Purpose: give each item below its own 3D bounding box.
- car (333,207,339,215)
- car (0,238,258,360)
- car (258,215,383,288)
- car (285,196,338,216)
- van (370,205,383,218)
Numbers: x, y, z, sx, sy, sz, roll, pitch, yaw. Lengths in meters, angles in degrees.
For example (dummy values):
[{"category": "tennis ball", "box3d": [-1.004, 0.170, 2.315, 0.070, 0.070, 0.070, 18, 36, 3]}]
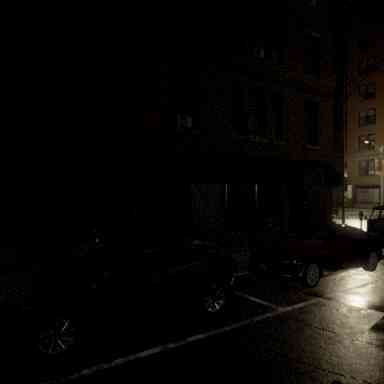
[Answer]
[{"category": "car", "box3d": [10.715, 1.551, 29.488, 1.994, 1.385, 4.181, 0, 0, -36]}, {"category": "car", "box3d": [-1.099, 1.566, 5.966, 4.313, 1.339, 1.947, 0, 0, -35]}, {"category": "car", "box3d": [3.523, 1.545, 9.232, 4.507, 1.381, 1.887, 0, 0, -35]}, {"category": "car", "box3d": [11.904, 1.353, 33.378, 2.097, 1.767, 4.553, 0, 0, -36]}, {"category": "van", "box3d": [8.147, 1.340, 12.497, 3.998, 1.788, 1.690, 0, 0, -35]}]
